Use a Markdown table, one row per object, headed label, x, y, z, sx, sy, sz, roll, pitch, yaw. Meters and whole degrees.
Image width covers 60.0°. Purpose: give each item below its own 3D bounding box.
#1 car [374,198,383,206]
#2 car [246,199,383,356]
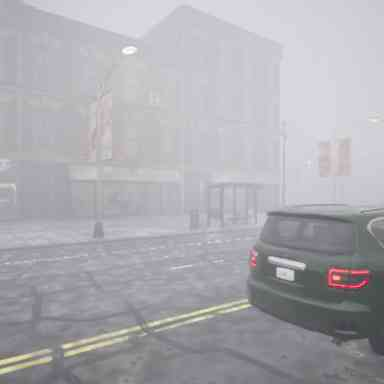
| label | x | y | z | sx | sy | sz | roll | pitch | yaw |
| --- | --- | --- | --- | --- | --- | --- | --- | --- | --- |
| car | 36.163 | 1.913 | 61.283 | 2.002 | 1.452 | 4.674 | 0 | 0 | -16 |
| car | 3.492 | 1.260 | 6.236 | 5.566 | 2.045 | 2.150 | 0 | 0 | -35 |
